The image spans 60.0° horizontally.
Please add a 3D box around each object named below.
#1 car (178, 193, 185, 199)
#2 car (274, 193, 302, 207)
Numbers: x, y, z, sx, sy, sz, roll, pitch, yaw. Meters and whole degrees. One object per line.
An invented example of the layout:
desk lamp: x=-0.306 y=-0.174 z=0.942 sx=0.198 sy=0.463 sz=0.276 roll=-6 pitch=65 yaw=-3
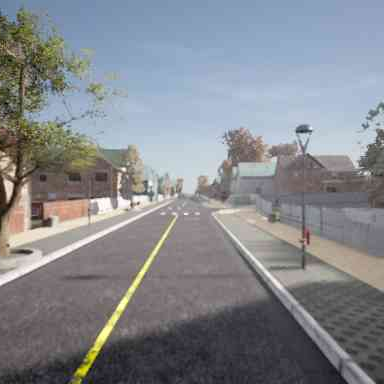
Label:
car: x=-2.780 y=1.043 z=87.841 sx=1.837 sy=1.490 sz=4.892 roll=0 pitch=0 yaw=0
car: x=11.358 y=0.923 z=38.449 sx=4.553 sy=1.767 sz=2.097 roll=-2 pitch=-1 yaw=1
